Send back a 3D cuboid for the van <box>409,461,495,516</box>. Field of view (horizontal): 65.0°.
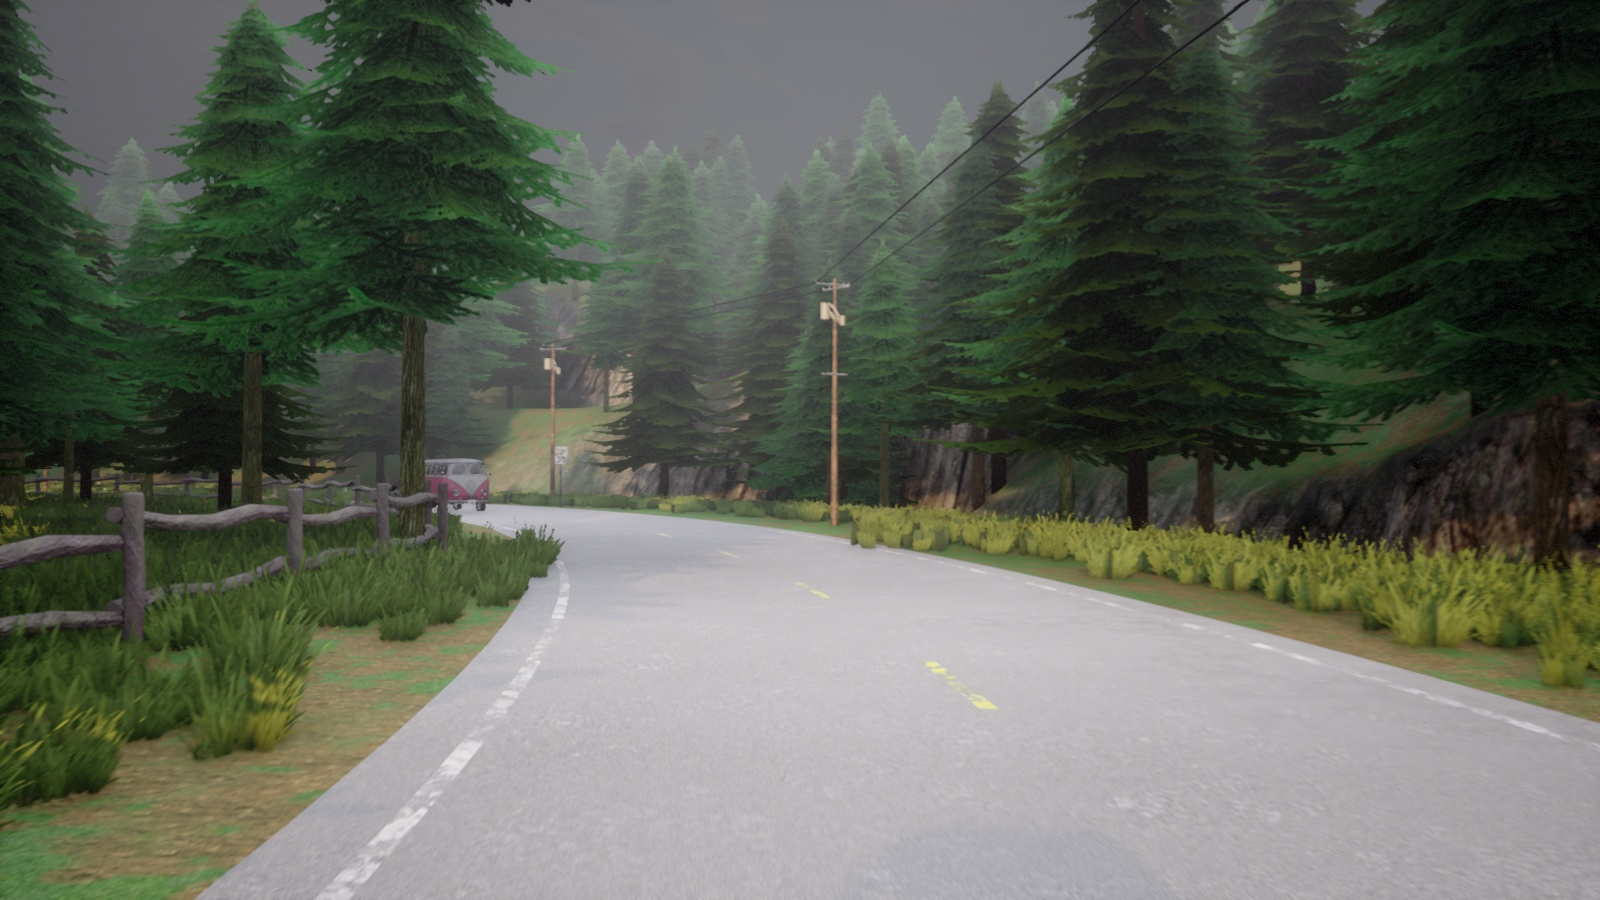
[{"bbox_3d":[-13.097,1.416,47.109,1.775,1.987,4.442,1,-1,-34],"label":"van"}]
